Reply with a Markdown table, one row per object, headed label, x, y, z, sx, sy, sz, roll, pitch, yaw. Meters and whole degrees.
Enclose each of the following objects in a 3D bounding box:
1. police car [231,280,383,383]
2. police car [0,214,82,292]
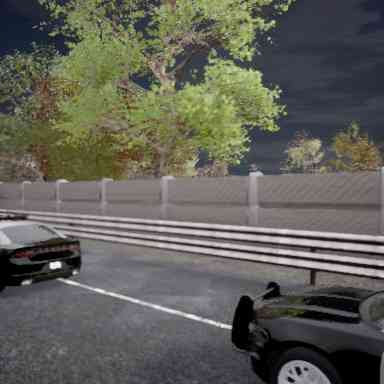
| label | x | y | z | sx | sy | sz | roll | pitch | yaw |
| --- | --- | --- | --- | --- | --- | --- | --- | --- | --- |
| police car | 2.851 | 1.460 | 3.067 | 5.238 | 1.638 | 1.930 | 0 | 0 | 37 |
| police car | -5.148 | 1.446 | 9.069 | 5.238 | 1.638 | 1.930 | 0 | 0 | 37 |
